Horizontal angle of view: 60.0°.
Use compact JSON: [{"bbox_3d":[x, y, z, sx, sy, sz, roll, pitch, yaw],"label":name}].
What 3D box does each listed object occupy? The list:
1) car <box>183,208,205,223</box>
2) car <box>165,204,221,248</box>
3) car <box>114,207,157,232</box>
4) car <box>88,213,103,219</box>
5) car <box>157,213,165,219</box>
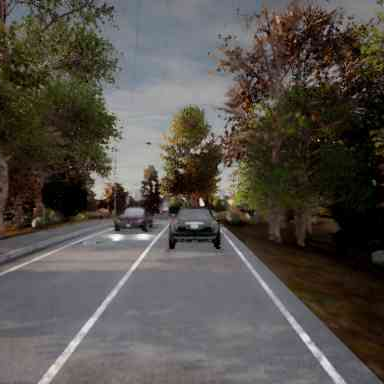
[{"bbox_3d":[0.190,2.168,31.690,1.895,1.301,4.718,0,-3,0],"label":"car"},{"bbox_3d":[0.103,1.384,15.075,2.097,1.767,4.553,0,-1,0],"label":"car"},{"bbox_3d":[-3.570,1.663,21.015,1.812,1.442,4.674,0,-1,0],"label":"car"},{"bbox_3d":[-19.516,5.002,67.470,1.895,1.301,4.718,0,-5,-1],"label":"car"},{"bbox_3d":[-8.178,5.976,81.695,5.357,1.411,2.033,2,-5,-17],"label":"car"}]
